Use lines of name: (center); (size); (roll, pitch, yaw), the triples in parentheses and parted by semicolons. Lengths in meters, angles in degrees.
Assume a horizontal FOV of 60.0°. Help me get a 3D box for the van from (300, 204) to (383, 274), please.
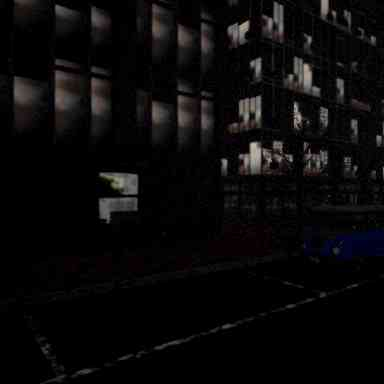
van: (4.995, 1.286, 10.116); (3.998, 1.788, 1.690); (0, 1, -35)
